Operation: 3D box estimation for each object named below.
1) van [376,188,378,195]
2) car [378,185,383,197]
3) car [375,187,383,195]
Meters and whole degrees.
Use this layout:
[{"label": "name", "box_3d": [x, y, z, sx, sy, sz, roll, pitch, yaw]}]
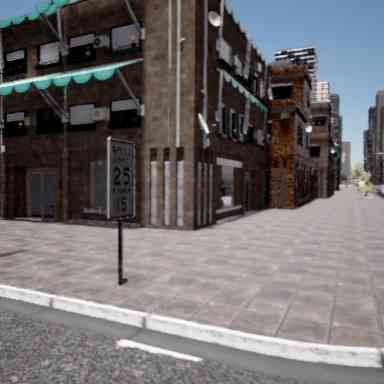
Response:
[{"label": "van", "box_3d": [31.426, -0.296, 54.195, 1.690, 1.788, 3.998, 1, 2, 25]}, {"label": "car", "box_3d": [28.975, 0.034, 49.061, 1.752, 1.417, 4.829, 1, 2, 25]}, {"label": "car", "box_3d": [33.799, -0.227, 59.190, 2.008, 1.369, 4.403, 1, 2, 25]}]
